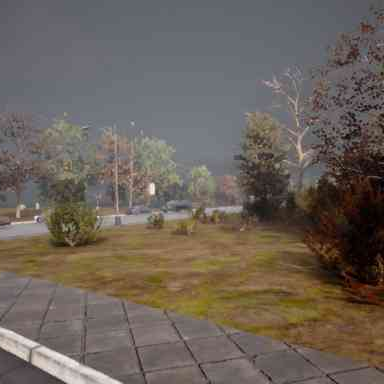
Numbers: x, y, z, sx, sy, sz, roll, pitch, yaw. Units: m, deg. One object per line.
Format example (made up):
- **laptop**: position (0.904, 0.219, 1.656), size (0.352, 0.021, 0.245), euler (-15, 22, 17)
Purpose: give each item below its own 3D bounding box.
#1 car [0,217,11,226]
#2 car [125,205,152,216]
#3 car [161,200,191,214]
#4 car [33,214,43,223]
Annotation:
- **car**: position (-17.364, 2.394, 26.350), size (2.033, 1.411, 5.357), euler (-3, -2, 34)
- **car**: position (-7.689, 2.645, 47.870), size (1.994, 1.385, 4.181), euler (-3, -2, 32)
- **car**: position (-2.294, 2.181, 49.881), size (2.150, 2.045, 5.566), euler (-3, -2, 32)
- **car**: position (-14.888, 2.513, 36.500), size (2.128, 1.511, 4.902), euler (-3, -2, 33)
